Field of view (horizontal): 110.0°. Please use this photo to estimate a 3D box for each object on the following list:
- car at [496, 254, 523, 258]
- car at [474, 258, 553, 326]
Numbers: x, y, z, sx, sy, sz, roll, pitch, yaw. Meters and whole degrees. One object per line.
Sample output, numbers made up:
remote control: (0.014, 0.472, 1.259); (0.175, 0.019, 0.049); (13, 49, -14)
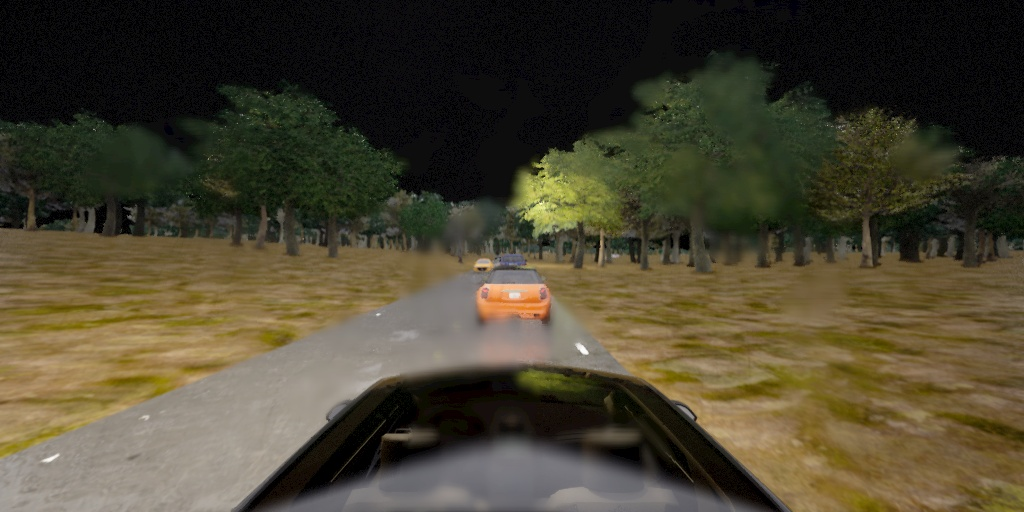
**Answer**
car: (0.090, 0.882, 30.209); (2.150, 2.045, 5.566); (-1, 0, 0)
car: (0.084, 1.078, 11.735); (2.097, 1.767, 4.553); (0, 0, 0)
